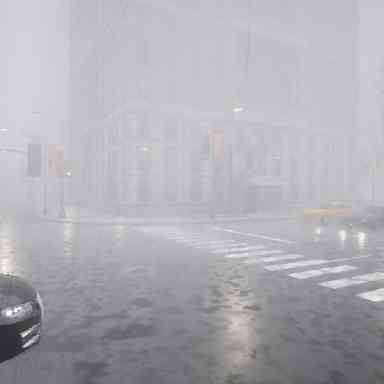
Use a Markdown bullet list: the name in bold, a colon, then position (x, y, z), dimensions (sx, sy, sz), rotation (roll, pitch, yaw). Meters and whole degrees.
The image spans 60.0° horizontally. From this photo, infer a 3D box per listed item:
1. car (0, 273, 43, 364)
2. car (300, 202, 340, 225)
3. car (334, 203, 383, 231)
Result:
- **car**: position (-4.391, 1.492, 3.786), dimensions (4.902, 1.511, 2.128), rotation (0, 0, -29)
- **car**: position (10.041, 1.478, 24.001), dimensions (5.008, 1.535, 1.882), rotation (0, 0, -29)
- **car**: position (11.729, 1.547, 20.940), dimensions (5.357, 1.411, 2.033), rotation (0, 0, -29)
